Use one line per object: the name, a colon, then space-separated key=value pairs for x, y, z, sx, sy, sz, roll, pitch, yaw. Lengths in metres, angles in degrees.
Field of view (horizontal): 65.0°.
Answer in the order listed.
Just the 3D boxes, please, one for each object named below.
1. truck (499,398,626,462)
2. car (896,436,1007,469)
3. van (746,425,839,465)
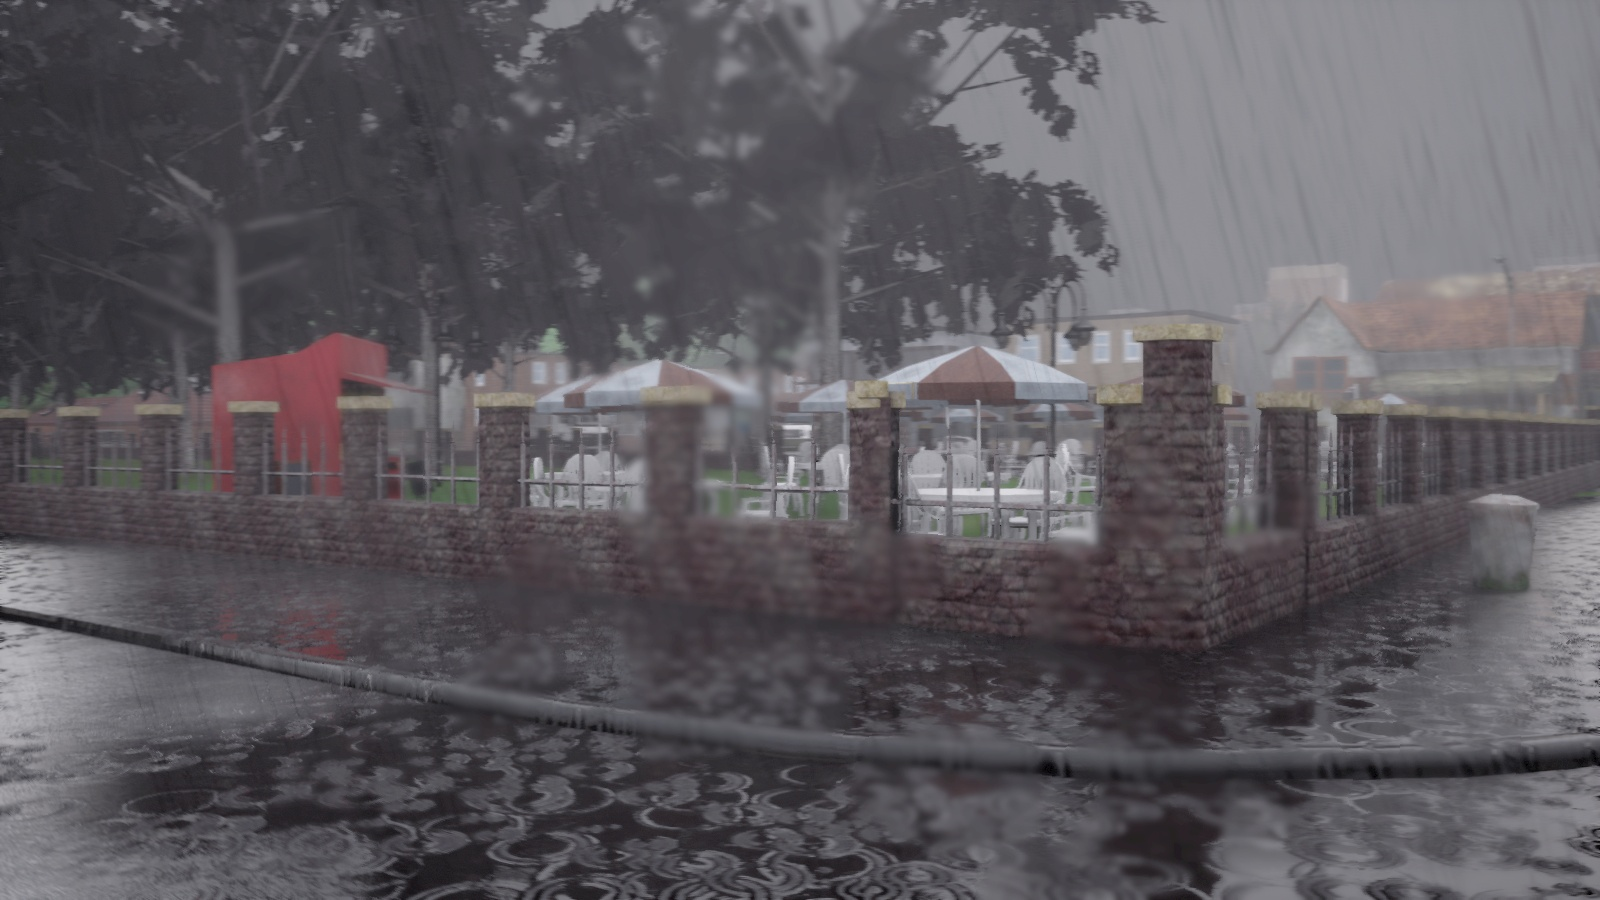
truck: x=-13.651 y=-1.135 z=71.774 sx=7.936 sy=3.462 sz=2.891 roll=1 pitch=1 yaw=42
car: x=7.141 y=0.101 z=59.526 sx=4.792 sy=1.488 sz=2.163 roll=1 pitch=1 yaw=37
van: x=-0.414 y=-0.284 z=65.213 sx=4.480 sy=2.038 sz=2.069 roll=1 pitch=1 yaw=37
